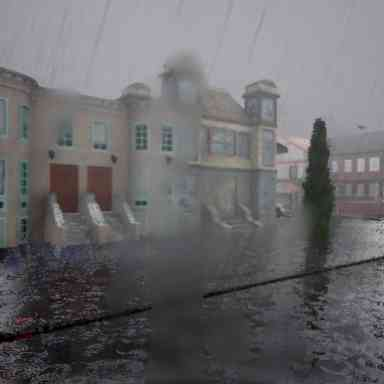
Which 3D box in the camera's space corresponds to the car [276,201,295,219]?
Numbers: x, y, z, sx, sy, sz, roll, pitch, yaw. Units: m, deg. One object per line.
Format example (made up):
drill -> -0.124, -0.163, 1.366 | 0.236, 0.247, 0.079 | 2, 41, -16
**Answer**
car -> 7.999, 1.644, 33.094 | 2.097, 1.767, 4.553 | 1, 0, -35
